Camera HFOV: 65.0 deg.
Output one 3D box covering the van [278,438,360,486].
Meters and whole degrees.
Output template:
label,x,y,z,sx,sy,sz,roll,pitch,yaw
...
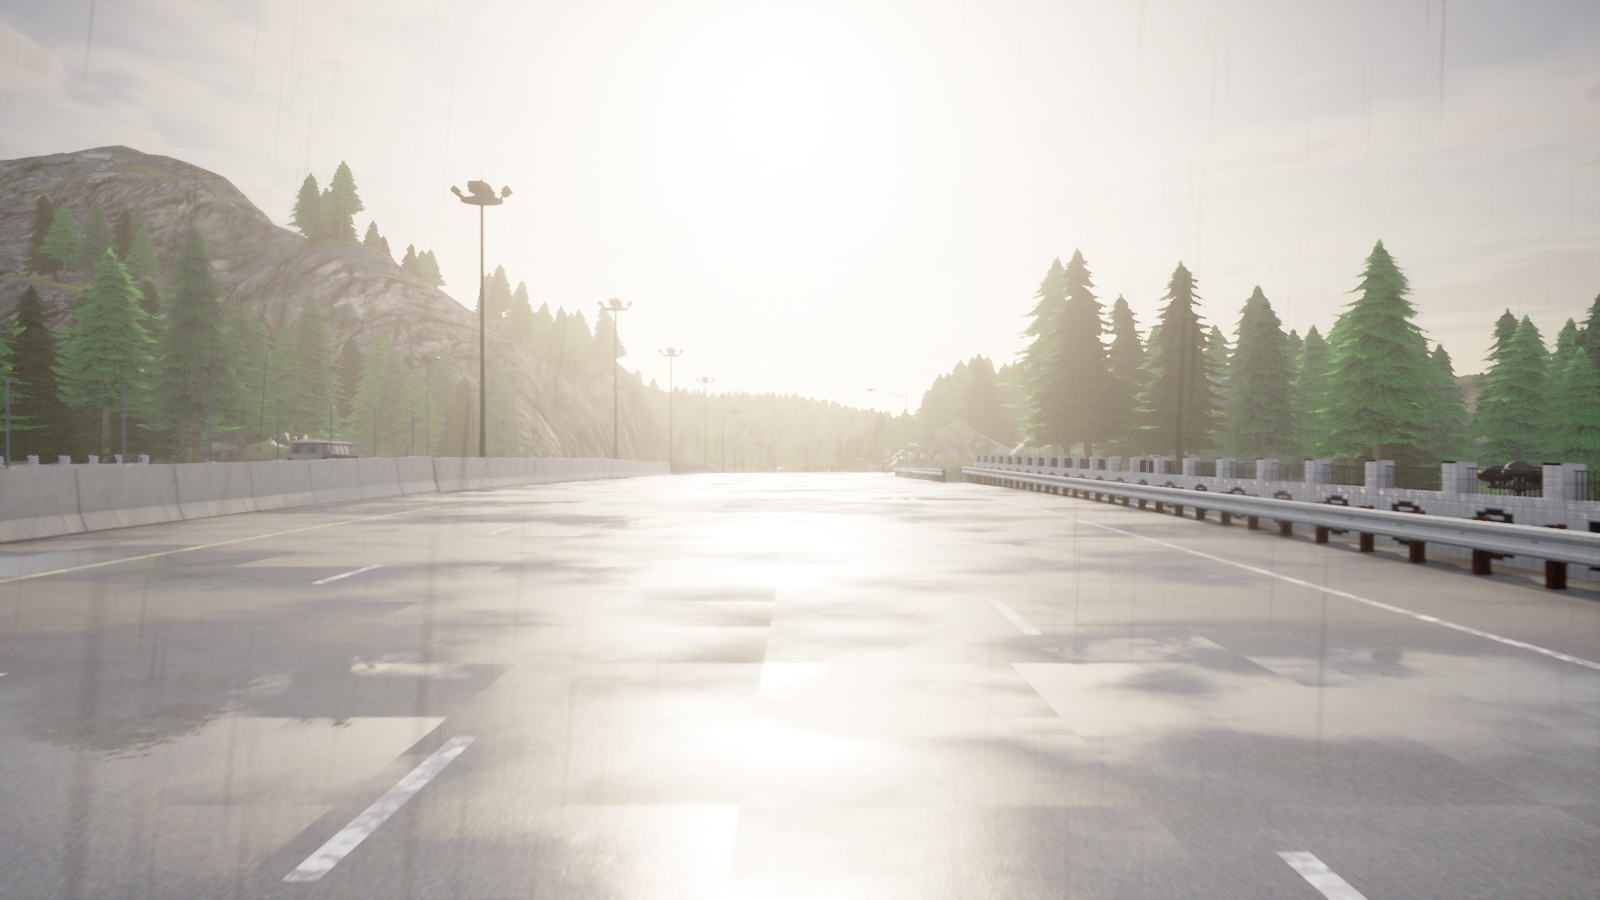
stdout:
label,x,y,z,sx,sy,sz,roll,pitch,yaw
van,-20.678,0.519,54.177,1.775,1.987,4.442,0,-1,0
